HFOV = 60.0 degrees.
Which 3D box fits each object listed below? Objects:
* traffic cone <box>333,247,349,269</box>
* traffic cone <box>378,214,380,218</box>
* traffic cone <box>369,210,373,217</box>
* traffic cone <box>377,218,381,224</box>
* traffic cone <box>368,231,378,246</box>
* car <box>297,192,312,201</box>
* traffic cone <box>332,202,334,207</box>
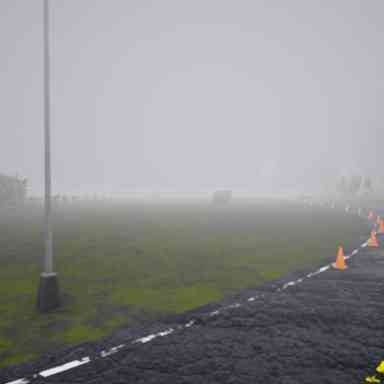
[{"bbox_3d":[4.336,1.894,9.698,0.340,0.580,0.340,0,0,41],"label":"traffic cone"},{"bbox_3d":[12.170,1.741,21.614,0.340,0.580,0.340,-1,0,25],"label":"traffic cone"},{"bbox_3d":[14.007,1.688,26.013,0.340,0.580,0.340,-1,0,20],"label":"traffic cone"},{"bbox_3d":[9.932,1.798,17.403,0.340,0.580,0.340,0,0,31],"label":"traffic cone"},{"bbox_3d":[7.314,1.852,13.421,0.340,0.580,0.340,0,0,36],"label":"traffic cone"},{"bbox_3d":[21.835,0.836,64.624,1.882,1.535,5.008,-1,0,6],"label":"car"},{"bbox_3d":[17.027,1.552,40.060,0.340,0.580,0.340,-1,0,6],"label":"traffic cone"}]
